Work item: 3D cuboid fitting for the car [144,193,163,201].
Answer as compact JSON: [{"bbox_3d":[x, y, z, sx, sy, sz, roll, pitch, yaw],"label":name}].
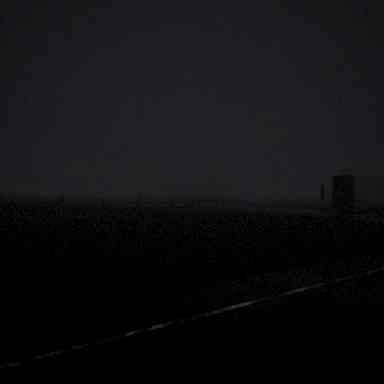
[{"bbox_3d":[-7.203,0.933,62.036,2.128,1.511,4.902,0,1,-35],"label":"car"}]
